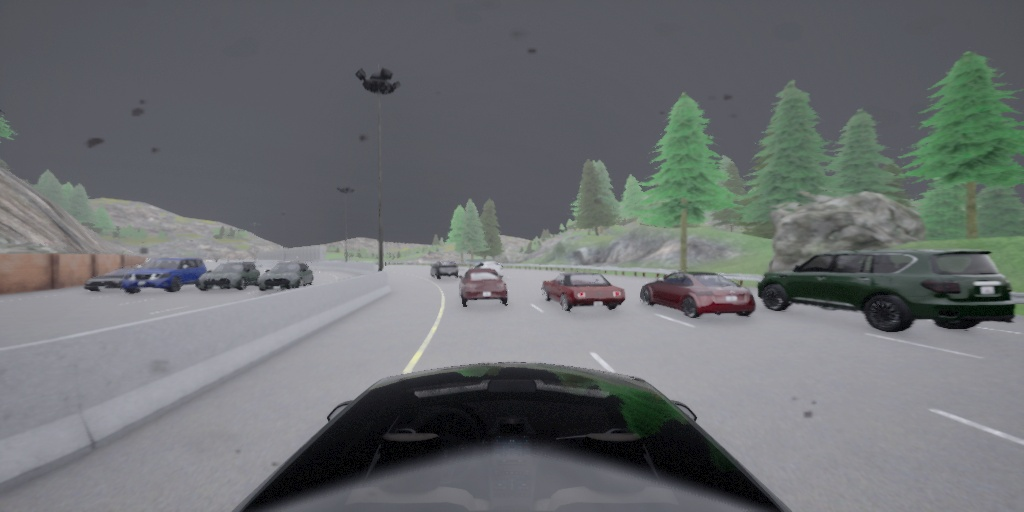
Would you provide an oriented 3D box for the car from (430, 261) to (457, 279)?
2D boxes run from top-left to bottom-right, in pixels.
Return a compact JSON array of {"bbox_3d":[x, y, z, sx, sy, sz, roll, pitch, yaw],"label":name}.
[{"bbox_3d":[-5.973,1.201,31.504,2.128,1.511,4.902,-1,0,-22],"label":"car"}]

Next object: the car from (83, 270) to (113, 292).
[{"bbox_3d":[-25.412,1.504,23.819,2.033,1.411,5.357,-1,0,-22],"label":"car"}]

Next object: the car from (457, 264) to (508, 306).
[{"bbox_3d":[-1.316,1.241,15.559,1.812,1.442,4.674,-1,0,-10],"label":"car"}]

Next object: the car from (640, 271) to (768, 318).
[{"bbox_3d":[6.181,1.206,12.449,1.994,1.385,4.181,-1,0,-6],"label":"car"}]

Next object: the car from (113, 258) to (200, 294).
[{"bbox_3d":[-21.181,1.137,22.262,2.150,2.045,5.566,-1,0,-19],"label":"car"}]

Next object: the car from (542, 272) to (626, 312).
[{"bbox_3d":[2.515,1.279,13.906,1.895,1.301,4.718,-1,0,-8],"label":"car"}]

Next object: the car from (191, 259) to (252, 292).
[{"bbox_3d":[-17.663,1.225,22.683,2.097,1.767,4.553,-1,0,-19],"label":"car"}]

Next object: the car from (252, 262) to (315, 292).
[{"bbox_3d":[-13.919,1.183,22.359,2.097,1.767,4.553,-1,0,-17],"label":"car"}]

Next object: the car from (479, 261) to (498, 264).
[{"bbox_3d":[-2.110,1.193,31.214,1.812,1.442,4.674,-1,0,-21],"label":"car"}]

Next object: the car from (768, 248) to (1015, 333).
[{"bbox_3d":[9.983,0.828,10.399,2.150,2.045,5.566,-1,0,-6],"label":"car"}]
